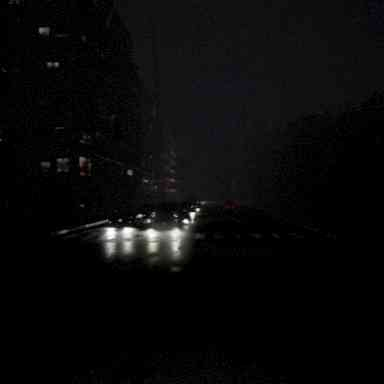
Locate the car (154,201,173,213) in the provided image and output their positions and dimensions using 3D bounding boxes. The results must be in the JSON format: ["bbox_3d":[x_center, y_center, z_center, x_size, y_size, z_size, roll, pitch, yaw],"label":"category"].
[{"bbox_3d":[-3.782,1.960,44.416,1.994,1.385,4.181,-1,0,3],"label":"car"}]

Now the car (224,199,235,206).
[{"bbox_3d":[7.366,2.031,65.631,1.895,1.301,4.718,-1,0,3],"label":"car"}]

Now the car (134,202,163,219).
[{"bbox_3d":[-4.389,1.872,34.617,2.033,1.411,5.357,-1,0,4],"label":"car"}]

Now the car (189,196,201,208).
[{"bbox_3d":[0.301,1.665,56.824,2.150,2.045,5.566,-1,0,4],"label":"car"}]

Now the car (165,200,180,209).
[{"bbox_3d":[-3.115,1.997,54.573,1.812,1.442,4.674,-1,-1,4],"label":"car"}]

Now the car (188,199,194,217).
[{"bbox_3d":[-1.181,1.755,33.811,1.882,1.535,5.008,-1,0,3],"label":"car"}]

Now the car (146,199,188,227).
[{"bbox_3d":[-1.745,1.564,24.604,2.097,1.767,4.553,-1,0,4],"label":"car"}]

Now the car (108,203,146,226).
[{"bbox_3d":[-4.948,1.822,25.405,1.994,1.385,4.181,-1,0,4],"label":"car"}]

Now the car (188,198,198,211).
[{"bbox_3d":[-0.550,1.857,44.041,1.837,1.490,4.892,-1,0,4],"label":"car"}]
